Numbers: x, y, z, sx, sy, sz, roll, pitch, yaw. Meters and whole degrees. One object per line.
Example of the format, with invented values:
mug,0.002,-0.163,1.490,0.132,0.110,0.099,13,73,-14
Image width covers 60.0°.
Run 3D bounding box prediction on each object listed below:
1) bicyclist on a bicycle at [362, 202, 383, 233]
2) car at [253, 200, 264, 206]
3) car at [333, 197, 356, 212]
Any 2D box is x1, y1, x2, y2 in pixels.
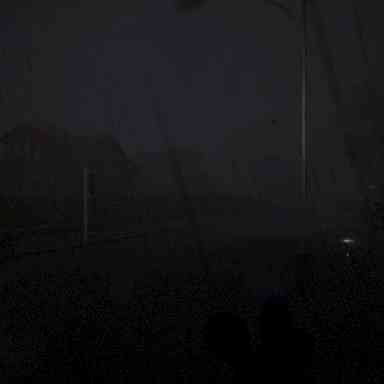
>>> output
bicyclist on a bicycle,9.638,1.349,17.023,1.656,1.620,0.582,0,0,31
car,7.350,1.356,46.532,5.357,1.415,2.033,0,0,34
car,17.989,1.352,39.148,2.097,1.767,4.553,0,0,32
